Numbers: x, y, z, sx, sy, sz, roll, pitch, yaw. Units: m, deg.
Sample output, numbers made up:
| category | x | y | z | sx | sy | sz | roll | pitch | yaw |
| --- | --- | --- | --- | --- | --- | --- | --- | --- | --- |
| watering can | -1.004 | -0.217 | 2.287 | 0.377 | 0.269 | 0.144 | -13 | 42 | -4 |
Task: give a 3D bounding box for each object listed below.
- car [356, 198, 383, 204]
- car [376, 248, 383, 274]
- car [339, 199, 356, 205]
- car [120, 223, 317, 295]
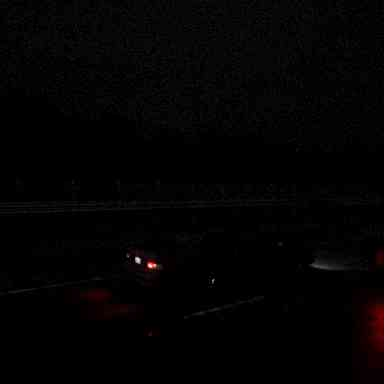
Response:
| category | x | y | z | sx | sy | sz | roll | pitch | yaw |
| --- | --- | --- | --- | --- | --- | --- | --- | --- | --- |
| car | 22.701 | 1.543 | 40.760 | 4.892 | 1.490 | 1.837 | 1 | 0 | -33 |
| car | 6.800 | 1.593 | 8.547 | 4.718 | 1.301 | 1.895 | 0 | 0 | -35 |
| car | 21.679 | 1.639 | 44.268 | 4.718 | 1.301 | 1.895 | 0 | 0 | -33 |
| car | 0.899 | 1.542 | 8.687 | 5.357 | 1.411 | 2.033 | 0 | 0 | -34 |
